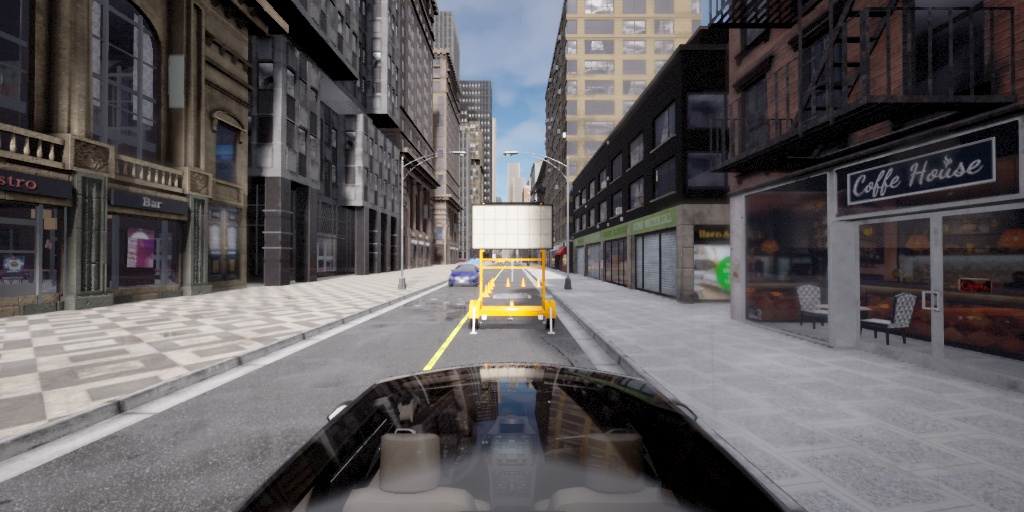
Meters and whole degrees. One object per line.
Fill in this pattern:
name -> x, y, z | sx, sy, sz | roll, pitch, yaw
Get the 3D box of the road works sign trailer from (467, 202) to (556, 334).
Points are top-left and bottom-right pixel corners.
road works sign trailer -> 0.011, 0.216, 10.613 | 2.380, 3.560, 2.880 | 0, 0, 0

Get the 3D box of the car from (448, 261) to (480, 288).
car -> -3.075, 1.287, 24.203 | 1.812, 1.442, 4.674 | 0, 0, 0
